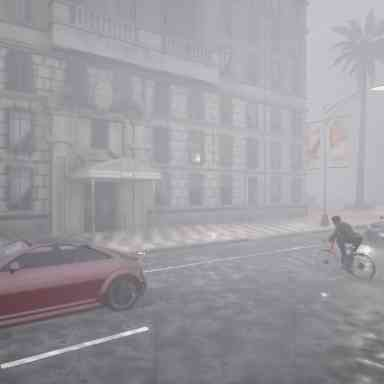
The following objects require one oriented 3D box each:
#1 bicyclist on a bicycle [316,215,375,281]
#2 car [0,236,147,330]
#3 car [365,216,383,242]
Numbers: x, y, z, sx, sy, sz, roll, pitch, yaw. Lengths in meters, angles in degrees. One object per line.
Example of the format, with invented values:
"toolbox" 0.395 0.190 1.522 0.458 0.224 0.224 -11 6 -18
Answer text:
"bicyclist on a bicycle" 4.004 1.455 8.830 0.582 1.620 1.656 0 -2 -35
"car" -2.960 1.564 6.173 4.181 1.385 1.994 0 0 -35
"car" 9.839 1.525 15.158 4.674 1.442 1.812 0 0 -34
